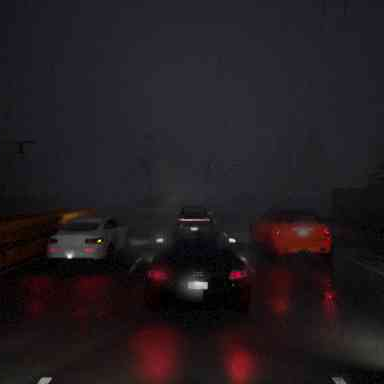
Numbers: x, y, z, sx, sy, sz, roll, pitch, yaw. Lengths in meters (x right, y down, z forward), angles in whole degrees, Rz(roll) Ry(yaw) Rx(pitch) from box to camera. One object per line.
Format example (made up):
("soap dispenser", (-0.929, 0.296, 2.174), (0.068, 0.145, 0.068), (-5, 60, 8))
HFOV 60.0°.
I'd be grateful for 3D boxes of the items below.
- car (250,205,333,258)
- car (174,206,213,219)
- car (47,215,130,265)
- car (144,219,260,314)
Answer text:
("car", (3.599, 1.351, 12.884), (2.097, 1.767, 4.553), (0, 0, 0))
("car", (0.097, 1.492, 17.635), (2.128, 1.511, 4.902), (0, 0, 0))
("car", (-3.403, 1.526, 11.556), (1.812, 1.442, 4.674), (0, 0, 0))
("car", (0.099, 1.564, 7.686), (1.994, 1.385, 4.181), (0, 0, 0))
